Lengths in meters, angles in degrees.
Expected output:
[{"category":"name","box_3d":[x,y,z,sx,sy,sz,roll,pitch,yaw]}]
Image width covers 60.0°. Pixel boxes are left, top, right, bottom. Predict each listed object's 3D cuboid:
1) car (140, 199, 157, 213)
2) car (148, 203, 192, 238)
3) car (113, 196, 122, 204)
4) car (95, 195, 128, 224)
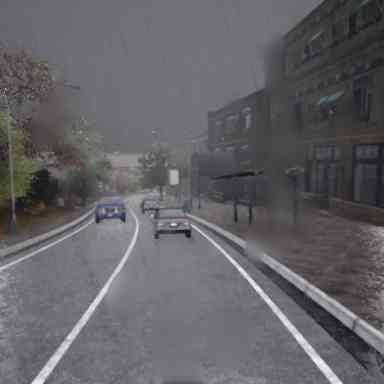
[{"category":"car","box_3d":[-4.711,1.519,36.816,2.033,1.411,5.357,-1,0,-12]},{"category":"car","box_3d":[-1.150,1.515,17.587,2.033,1.411,5.357,-1,0,-7]},{"category":"car","box_3d":[-14.908,1.624,66.623,1.812,1.442,4.674,-1,0,-12]},{"category":"car","box_3d":[-6.231,1.260,25.937,2.150,2.045,5.566,-1,0,-11]}]
